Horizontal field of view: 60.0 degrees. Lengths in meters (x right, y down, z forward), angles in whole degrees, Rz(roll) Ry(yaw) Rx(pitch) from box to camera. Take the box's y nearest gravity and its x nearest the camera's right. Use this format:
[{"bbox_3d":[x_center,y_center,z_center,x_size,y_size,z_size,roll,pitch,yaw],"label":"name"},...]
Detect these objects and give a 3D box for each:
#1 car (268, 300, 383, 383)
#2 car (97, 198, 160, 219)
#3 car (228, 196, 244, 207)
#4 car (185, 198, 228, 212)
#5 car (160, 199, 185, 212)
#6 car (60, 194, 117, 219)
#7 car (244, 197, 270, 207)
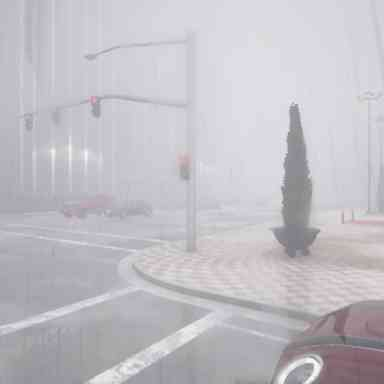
[{"bbox_3d":[2.758,1.353,2.004,4.553,1.767,2.097,0,0,36],"label":"car"},{"bbox_3d":[-5.407,1.483,28.976,2.128,1.511,4.902,0,0,35],"label":"car"},{"bbox_3d":[6.975,1.468,52.826,1.882,1.535,5.008,0,0,35],"label":"car"},{"bbox_3d":[1.770,1.484,39.293,2.128,1.511,4.902,0,0,35],"label":"car"},{"bbox_3d":[-2.248,1.554,39.643,1.994,1.385,4.181,0,0,35],"label":"car"},{"bbox_3d":[-9.003,1.212,29.922,2.150,2.045,5.566,0,0,35],"label":"car"},{"bbox_3d":[10.549,1.484,51.814,2.128,1.511,4.902,0,0,35],"label":"car"}]
